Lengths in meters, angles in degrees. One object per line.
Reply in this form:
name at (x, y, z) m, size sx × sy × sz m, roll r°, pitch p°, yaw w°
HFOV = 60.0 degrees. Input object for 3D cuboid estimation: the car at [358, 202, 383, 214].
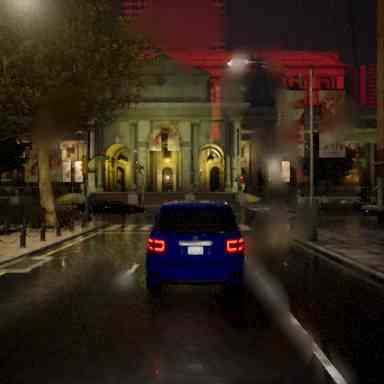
car at (19.332, 1.589, 32.519) m, size 4.718 × 1.301 × 1.895 m, roll 0°, pitch 0°, yaw 1°

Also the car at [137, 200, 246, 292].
car at (0.100, 1.218, 9.089) m, size 2.150 × 2.045 × 5.566 m, roll 0°, pitch 0°, yaw 1°

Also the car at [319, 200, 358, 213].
car at (16.637, 1.534, 36.042) m, size 5.357 × 1.411 × 2.033 m, roll 0°, pitch 0°, yaw 0°

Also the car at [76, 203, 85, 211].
car at (-9.775, 1.534, 36.276) m, size 5.357 × 1.411 × 2.033 m, roll 0°, pitch 0°, yaw 1°

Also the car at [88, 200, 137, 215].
car at (-7.323, 1.535, 32.754) m, size 5.357 × 1.411 × 2.033 m, roll 0°, pitch 0°, yaw 1°
